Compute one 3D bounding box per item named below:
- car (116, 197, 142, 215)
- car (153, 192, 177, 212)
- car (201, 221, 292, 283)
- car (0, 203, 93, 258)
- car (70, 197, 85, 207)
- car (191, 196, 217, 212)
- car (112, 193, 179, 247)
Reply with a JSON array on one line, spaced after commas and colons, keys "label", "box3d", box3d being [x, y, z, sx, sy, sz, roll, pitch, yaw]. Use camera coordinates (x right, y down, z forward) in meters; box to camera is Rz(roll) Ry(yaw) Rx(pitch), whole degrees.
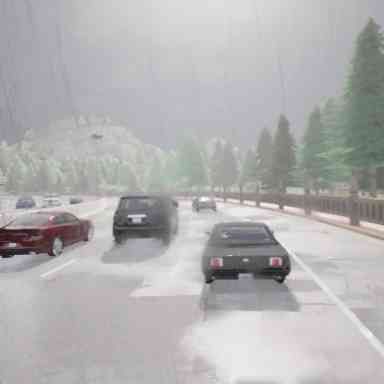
[{"label": "car", "box3d": [-5.972, 1.292, 32.011, 2.033, 1.411, 5.357, -2, 1, -7]}, {"label": "car", "box3d": [-2.885, 0.973, 34.659, 2.097, 1.767, 4.553, -2, 1, -8]}, {"label": "car", "box3d": [1.300, 1.441, 9.108, 1.895, 1.301, 4.718, -2, 1, 5]}, {"label": "car", "box3d": [-5.446, 1.461, 12.868, 1.882, 1.535, 5.008, -1, 1, 4]}, {"label": "car", "box3d": [-16.830, 1.434, 48.859, 1.895, 1.301, 4.718, -2, 1, -17]}, {"label": "car", "box3d": [1.089, 1.093, 31.770, 2.033, 1.411, 5.357, -2, 1, -7]}, {"label": "car", "box3d": [-1.855, 1.078, 14.639, 2.150, 2.045, 5.566, -1, 1, 3]}]
